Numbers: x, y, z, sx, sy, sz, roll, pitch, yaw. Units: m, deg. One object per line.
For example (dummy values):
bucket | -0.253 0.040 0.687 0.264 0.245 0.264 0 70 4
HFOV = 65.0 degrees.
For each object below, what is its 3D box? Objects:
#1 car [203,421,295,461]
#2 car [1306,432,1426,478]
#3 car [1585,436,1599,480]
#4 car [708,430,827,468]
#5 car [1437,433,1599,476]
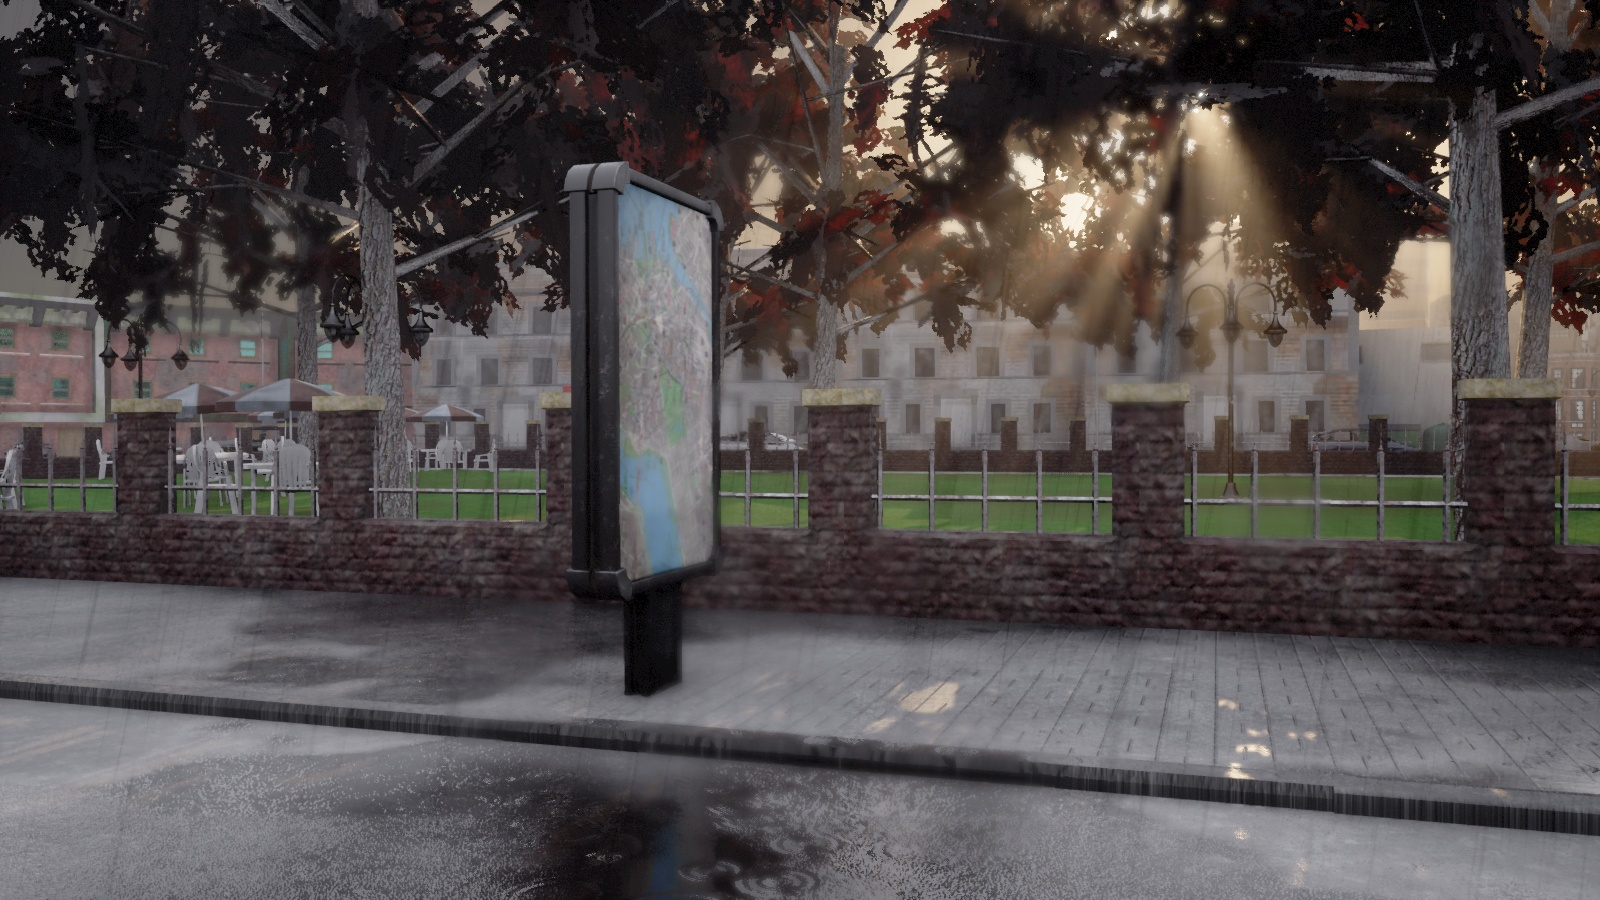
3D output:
car | -26.395 -0.438 60.152 3.866 1.878 1.905 0 1 -29
car | 20.100 0.161 44.746 3.705 1.549 1.789 1 1 18
car | 28.829 0.278 41.844 4.193 1.474 1.816 1 1 18
car | -1.336 -0.062 51.858 4.514 1.525 2.007 1 1 18
car | 26.641 0.134 46.787 4.902 1.511 2.128 1 1 18
